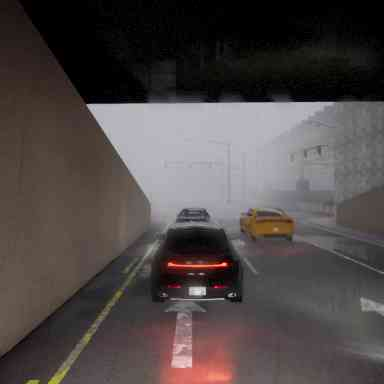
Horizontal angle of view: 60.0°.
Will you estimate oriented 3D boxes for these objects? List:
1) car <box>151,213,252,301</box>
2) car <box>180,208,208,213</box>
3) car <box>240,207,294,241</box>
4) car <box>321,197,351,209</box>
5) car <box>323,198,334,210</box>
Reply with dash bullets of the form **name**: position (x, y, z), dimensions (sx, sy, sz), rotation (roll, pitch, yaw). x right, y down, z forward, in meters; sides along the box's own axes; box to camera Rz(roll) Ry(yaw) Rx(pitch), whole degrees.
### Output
- **car**: position (0.106, 1.505, 8.304), dimensions (1.837, 1.490, 4.892), rotation (0, 0, 0)
- **car**: position (0.102, 1.547, 18.050), dimensions (2.033, 1.411, 5.357), rotation (0, 0, 3)
- **car**: position (3.628, 1.478, 16.815), dimensions (1.882, 1.535, 5.008), rotation (0, 0, 0)
- **car**: position (17.653, 1.295, 40.633), dimensions (4.536, 1.218, 1.853), rotation (0, 0, -45)
- **car**: position (17.616, 1.453, 40.596), dimensions (4.974, 1.542, 2.038), rotation (0, 0, -45)
